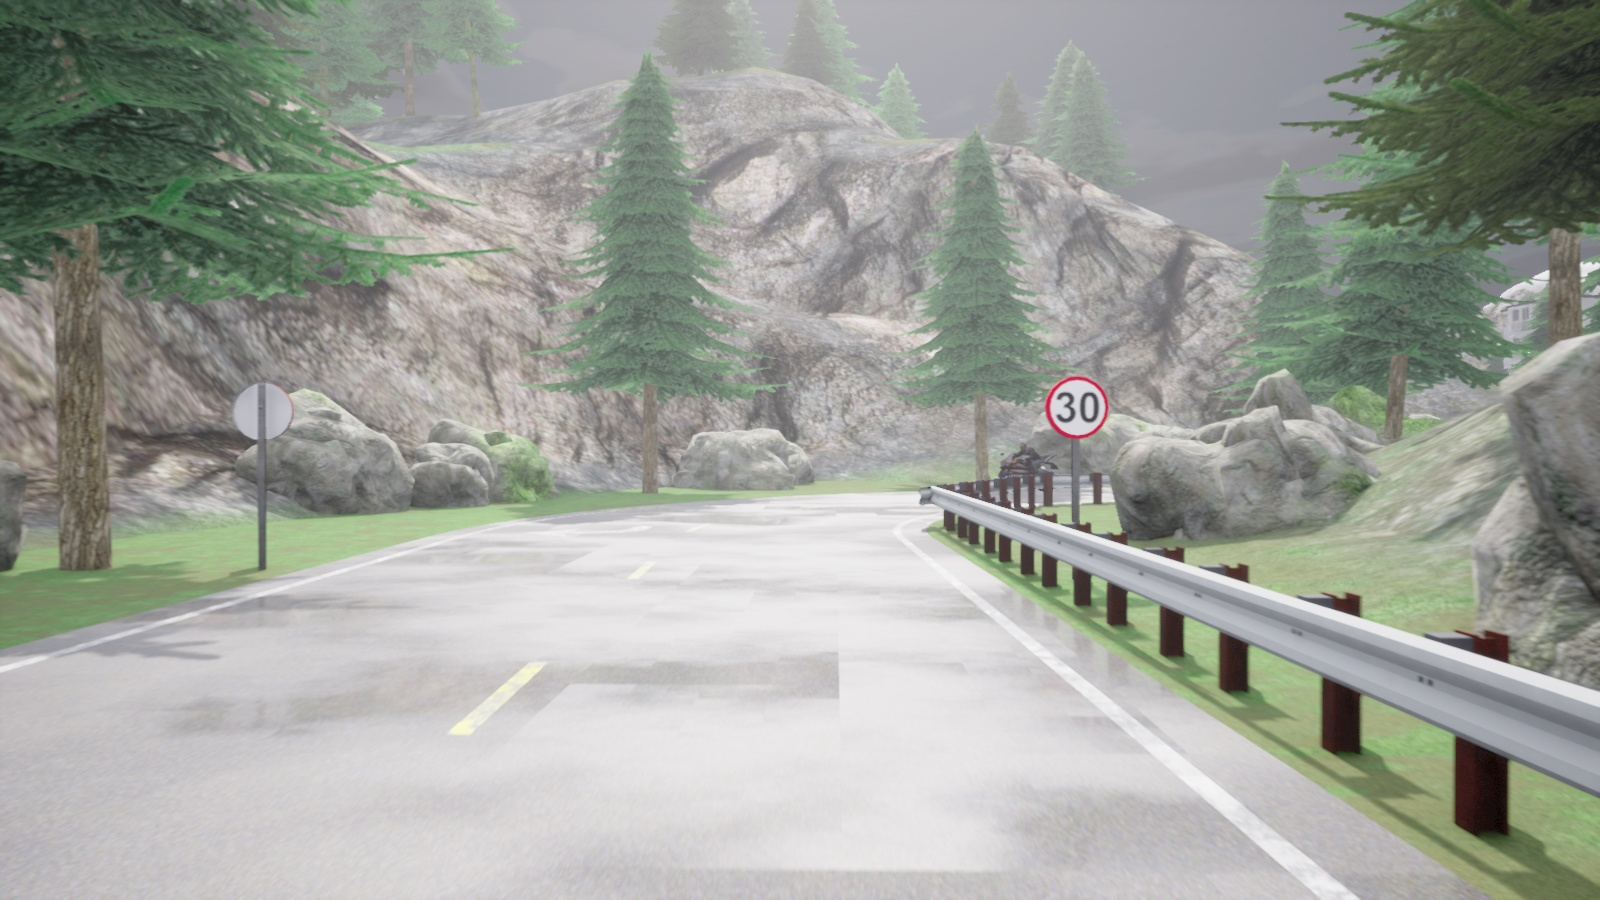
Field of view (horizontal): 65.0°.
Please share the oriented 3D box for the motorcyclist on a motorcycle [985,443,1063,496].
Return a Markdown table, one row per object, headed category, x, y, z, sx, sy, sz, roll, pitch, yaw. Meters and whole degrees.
| category | x | y | z | sx | sy | sz | roll | pitch | yaw |
| --- | --- | --- | --- | --- | --- | --- | --- | --- | --- |
| motorcyclist on a motorcycle | 6.711 | 0.574 | 37.616 | 2.191 | 1.530 | 0.866 | 0 | 1 | -27 |
